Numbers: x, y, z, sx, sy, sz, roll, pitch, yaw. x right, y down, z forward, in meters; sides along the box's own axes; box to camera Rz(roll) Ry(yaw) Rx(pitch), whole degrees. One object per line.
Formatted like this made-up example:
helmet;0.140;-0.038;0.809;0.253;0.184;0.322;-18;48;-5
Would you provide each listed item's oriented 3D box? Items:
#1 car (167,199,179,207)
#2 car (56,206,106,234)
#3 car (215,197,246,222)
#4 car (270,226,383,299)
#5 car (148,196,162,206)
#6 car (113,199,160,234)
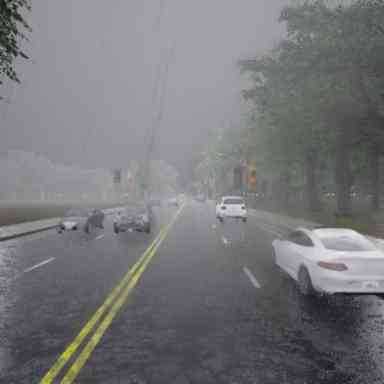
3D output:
car;-3.504;1.996;61.678;1.812;1.442;4.674;0;0;0
car;-6.634;1.648;20.355;2.128;1.511;4.902;0;0;0
car;3.289;1.441;28.846;2.150;2.045;5.566;0;0;0
car;3.333;1.591;8.518;1.812;1.442;4.674;0;0;0
car;-6.757;1.687;60.910;2.150;2.045;5.566;0;0;0
car;-3.384;1.508;20.429;2.097;1.767;4.553;0;0;0
